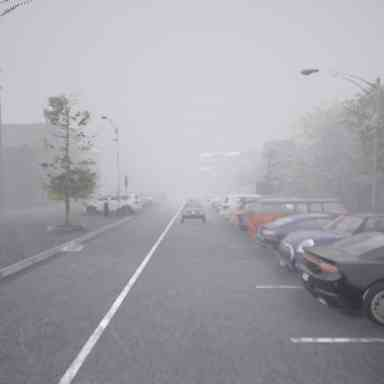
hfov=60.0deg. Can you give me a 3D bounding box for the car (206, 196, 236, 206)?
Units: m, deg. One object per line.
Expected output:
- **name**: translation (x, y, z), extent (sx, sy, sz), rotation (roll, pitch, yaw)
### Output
- **car**: translation (4.662, 1.444, 53.769), extent (4.674, 1.452, 2.002), rotation (0, 0, 0)

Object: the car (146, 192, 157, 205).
- **car**: translation (-7.702, 1.287, 47.163), extent (4.553, 1.767, 2.185), rotation (0, 0, 0)

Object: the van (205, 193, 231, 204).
- **van**: translation (4.544, 1.164, 59.353), extent (4.442, 1.987, 1.878), rotation (0, 1, 0)

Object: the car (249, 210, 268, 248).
- **car**: translation (4.650, 1.503, 11.864), extent (4.674, 1.452, 2.002), rotation (0, 0, 0)

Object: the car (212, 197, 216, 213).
- **car**: translation (4.626, 1.465, 31.421), extent (4.792, 1.488, 2.163), rotation (0, 0, 0)

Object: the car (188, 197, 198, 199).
- **car**: translation (0.108, 1.444, 42.869), extent (1.837, 1.490, 4.892), rotation (0, 0, 0)

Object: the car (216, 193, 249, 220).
- **car**: translation (4.682, 1.196, 23.039), extent (5.566, 2.045, 2.435), rotation (0, 0, 0)

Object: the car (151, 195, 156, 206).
- **car**: translation (-7.701, 1.447, 44.225), extent (4.792, 1.488, 2.163), rotation (0, 0, 0)

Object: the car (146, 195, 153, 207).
- **car**: translation (-7.669, 1.461, 41.286), extent (4.674, 1.452, 2.002), rotation (0, 0, 0)

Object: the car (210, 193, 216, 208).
- **car**: translation (4.688, 1.302, 37.131), extent (4.553, 1.767, 2.185), rotation (0, 0, 0)

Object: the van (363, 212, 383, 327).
- **van**: translation (4.534, 1.249, 3.483), extent (4.442, 1.987, 1.878), rotation (0, 0, 0)

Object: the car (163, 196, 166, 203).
- **car**: translation (-7.484, 1.397, 55.978), extent (5.366, 1.575, 1.946), rotation (0, 0, 0)

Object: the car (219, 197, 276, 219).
- **car**: translation (4.687, 1.314, 28.625), extent (4.553, 1.767, 2.185), rotation (0, 0, 0)

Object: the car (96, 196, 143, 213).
- **car**: translation (-7.642, 1.304, 35.285), extent (4.553, 1.767, 2.185), rotation (0, 0, 0)

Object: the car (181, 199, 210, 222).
- **car**: translation (0.102, 1.511, 25.900), extent (2.033, 1.411, 5.357), rotation (0, 0, 0)

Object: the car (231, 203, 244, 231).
- **car**: translation (4.681, 1.485, 17.453), extent (4.792, 1.488, 2.163), rotation (0, 0, 0)

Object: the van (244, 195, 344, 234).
- **van**: translation (4.770, 1.233, 14.657), extent (4.442, 1.987, 1.878), rotation (0, 0, 0)

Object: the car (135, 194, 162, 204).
- **car**: translation (-7.638, 1.266, 58.920), extent (4.553, 1.767, 2.185), rotation (0, 0, 0)

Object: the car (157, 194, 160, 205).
- **car**: translation (-7.677, 1.410, 49.976), extent (4.892, 1.521, 2.231), rotation (0, 0, 0)

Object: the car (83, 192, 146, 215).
- **car**: translation (-7.702, 1.182, 32.471), extent (5.566, 2.045, 2.435), rotation (0, 0, 0)

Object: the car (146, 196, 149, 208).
- **car**: translation (-7.670, 1.466, 38.223), extent (4.674, 1.452, 2.002), rotation (0, 0, 0)

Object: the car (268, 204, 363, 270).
- **car**: translation (4.682, 1.342, 9.071), extent (4.553, 1.767, 2.185), rotation (0, 0, 0)

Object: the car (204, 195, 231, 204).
- **car**: translation (4.655, 1.360, 62.162), extent (4.892, 1.521, 2.231), rotation (0, 1, 0)

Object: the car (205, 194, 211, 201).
- **car**: translation (4.652, 1.416, 45.388), extent (5.008, 1.535, 2.097), rotation (0, 0, 0)

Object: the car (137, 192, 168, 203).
- **car**: translation (-7.640, 1.062, 64.691), extent (5.566, 2.045, 2.435), rotation (0, 1, 0)

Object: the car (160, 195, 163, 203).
- **car**: translation (-7.855, 1.401, 53.039), extent (5.366, 1.575, 1.946), rotation (0, 0, 0)

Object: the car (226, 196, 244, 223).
- **car**: translation (4.623, 1.326, 20.244), extent (4.553, 1.767, 2.185), rotation (0, 0, 0)

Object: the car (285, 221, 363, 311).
- **car**: translation (4.646, 1.471, 6.402), extent (5.008, 1.535, 2.097), rotation (0, 0, 0)
